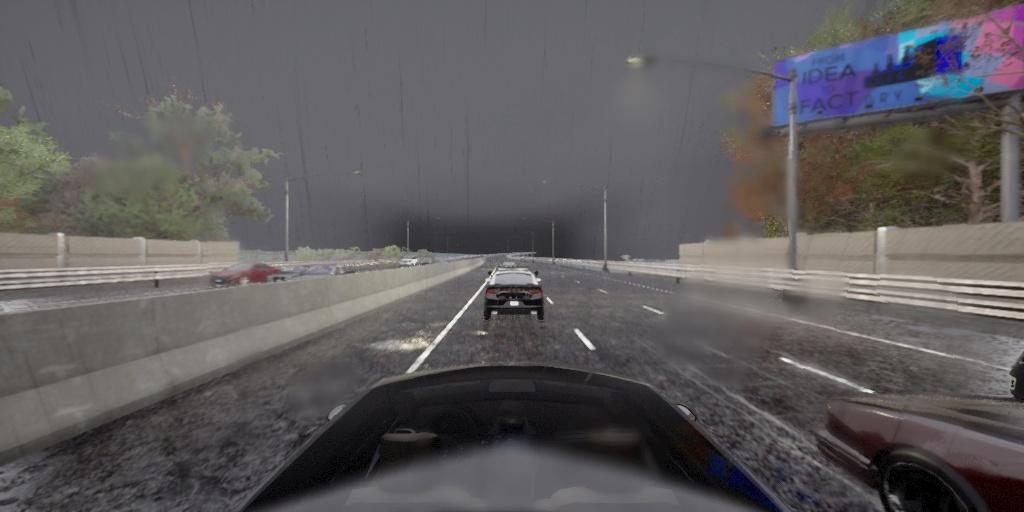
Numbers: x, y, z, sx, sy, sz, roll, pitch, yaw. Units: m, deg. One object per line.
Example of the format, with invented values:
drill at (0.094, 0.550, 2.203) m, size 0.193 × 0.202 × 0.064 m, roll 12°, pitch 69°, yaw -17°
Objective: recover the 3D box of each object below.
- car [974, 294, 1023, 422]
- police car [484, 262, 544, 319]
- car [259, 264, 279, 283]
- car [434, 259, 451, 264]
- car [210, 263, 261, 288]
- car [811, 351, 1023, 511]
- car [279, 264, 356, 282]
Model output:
car at (7.092, 1.253, 2.346) m, size 1.837 × 1.490 × 4.892 m, roll 0°, pitch 0°, yaw 0°
police car at (0.050, 1.173, 13.015) m, size 1.930 × 1.638 × 5.238 m, roll 0°, pitch 0°, yaw 0°
car at (-14.257, 1.312, 23.902) m, size 1.994 × 1.385 × 4.181 m, roll 0°, pitch 0°, yaw -1°
car at (-11.574, 1.216, 61.340) m, size 1.837 × 1.490 × 4.892 m, roll 0°, pitch 0°, yaw -1°
car at (-17.761, 1.226, 24.210) m, size 1.882 × 1.535 × 5.008 m, roll 0°, pitch 0°, yaw -1°
car at (3.597, 1.297, 0.688) m, size 2.033 × 1.411 × 5.357 m, roll 0°, pitch 0°, yaw 0°
car at (-10.718, 1.240, 20.724) m, size 2.128 × 1.511 × 4.902 m, roll 0°, pitch 0°, yaw -1°
